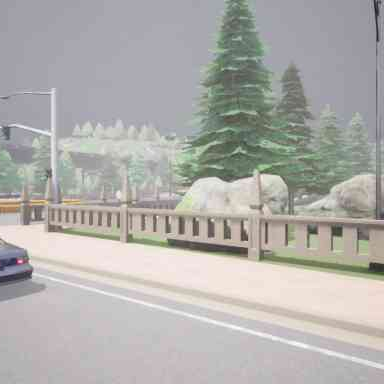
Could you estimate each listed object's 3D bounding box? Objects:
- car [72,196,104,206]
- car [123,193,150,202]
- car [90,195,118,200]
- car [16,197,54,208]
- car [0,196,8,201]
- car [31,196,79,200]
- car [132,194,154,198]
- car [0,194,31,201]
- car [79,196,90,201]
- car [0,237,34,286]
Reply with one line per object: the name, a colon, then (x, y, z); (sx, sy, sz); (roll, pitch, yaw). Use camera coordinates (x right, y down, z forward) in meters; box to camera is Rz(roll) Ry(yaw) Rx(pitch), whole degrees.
car: (-17.913, 1.456, 57.463); (2.128, 1.511, 4.902); (0, 1, 36)
car: (-11.129, 1.075, 66.861); (2.033, 1.411, 5.357); (0, 3, 36)
car: (-13.022, 1.334, 52.270); (2.097, 1.767, 4.553); (0, 1, 36)
car: (-23.398, 1.505, 49.816); (1.837, 1.490, 4.892); (0, 0, 36)
car: (-23.925, 1.491, 37.113); (2.128, 1.511, 4.902); (0, 0, 36)
car: (-18.370, 1.478, 44.823); (1.882, 1.535, 5.008); (0, 0, 36)
car: (-8.646, 1.288, 58.368); (2.128, 1.511, 4.902); (0, 3, 36)
car: (-24.176, 1.221, 42.748); (2.150, 2.045, 5.566); (0, 0, 36)
car: (-18.508, 1.352, 50.624); (2.097, 1.767, 4.553); (0, 0, 35)
car: (-6.105, 1.547, 8.317); (5.357, 1.411, 2.033); (0, 0, 36)
